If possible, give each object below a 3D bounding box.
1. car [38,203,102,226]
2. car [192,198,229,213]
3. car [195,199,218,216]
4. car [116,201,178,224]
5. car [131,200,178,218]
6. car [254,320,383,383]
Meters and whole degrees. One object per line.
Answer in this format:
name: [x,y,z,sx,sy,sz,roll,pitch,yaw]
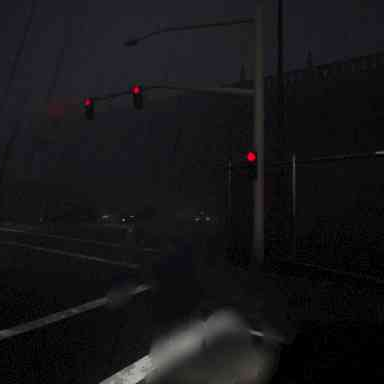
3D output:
car: [-8.737,1.581,24.284,1.812,1.442,4.674,0,0,37]
car: [2.332,1.547,39.822,2.128,1.511,4.902,0,0,35]
car: [2.501,1.603,34.021,2.033,1.411,5.357,0,0,35]
car: [-3.334,1.603,25.811,2.033,1.411,5.357,0,0,35]
car: [-3.447,1.581,31.684,1.812,1.442,4.674,0,0,36]
car: [3.007,1.547,1.823,5.357,1.411,2.033,0,0,36]
